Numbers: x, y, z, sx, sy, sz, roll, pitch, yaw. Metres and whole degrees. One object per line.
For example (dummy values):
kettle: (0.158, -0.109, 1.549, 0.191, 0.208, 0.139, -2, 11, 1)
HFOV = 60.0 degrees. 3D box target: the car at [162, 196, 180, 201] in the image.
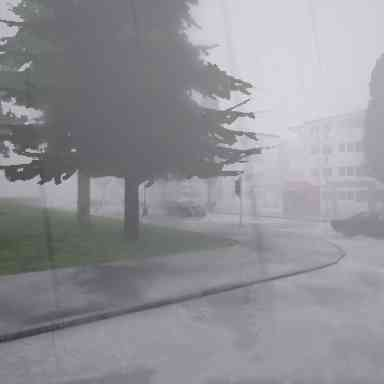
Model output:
car: (-5.277, 1.511, 83.150, 4.536, 1.218, 1.853, 0, 0, -6)

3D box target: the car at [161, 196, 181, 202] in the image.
car: (-5.226, 1.668, 83.155, 4.974, 1.542, 2.038, 0, 0, -6)

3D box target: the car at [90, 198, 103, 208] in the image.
car: (-14.657, 1.599, 48.870, 1.895, 1.301, 4.718, 0, 0, -35)

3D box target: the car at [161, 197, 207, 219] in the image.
car: (-0.671, 1.503, 29.115, 1.837, 1.490, 4.892, 0, 0, -36)

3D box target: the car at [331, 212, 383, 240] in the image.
car: (8.942, 1.599, 15.261, 1.895, 1.301, 4.718, 0, 0, -29)
